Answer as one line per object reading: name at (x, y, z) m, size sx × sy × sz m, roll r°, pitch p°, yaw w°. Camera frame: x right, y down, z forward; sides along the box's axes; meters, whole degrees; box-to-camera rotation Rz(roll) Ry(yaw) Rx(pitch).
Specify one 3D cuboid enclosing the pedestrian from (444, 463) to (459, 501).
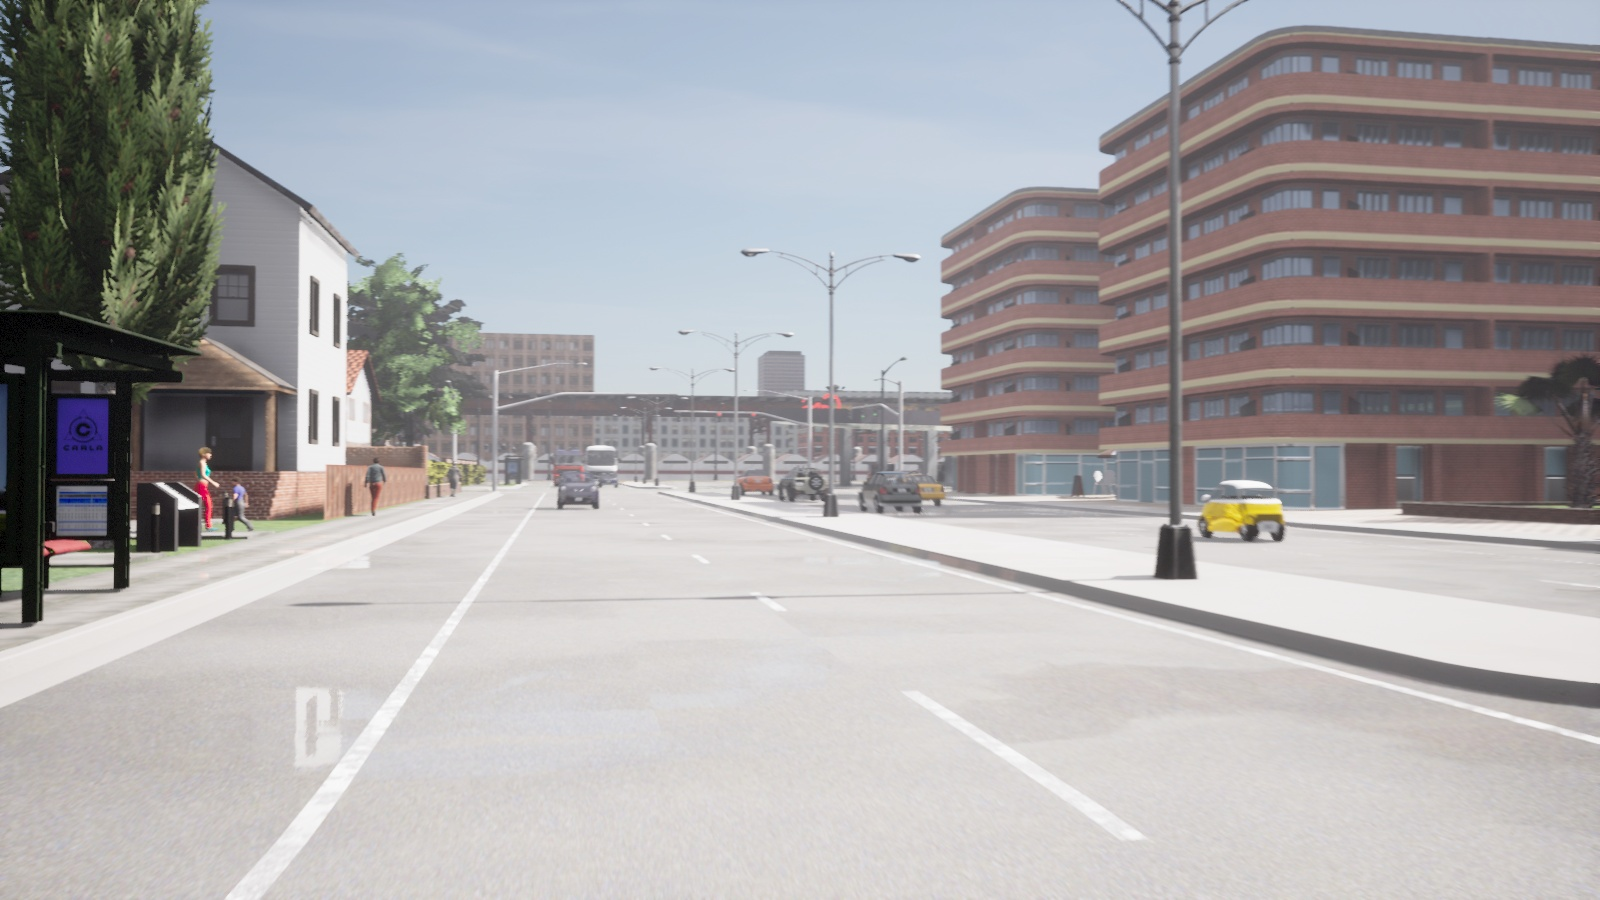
pedestrian at (-18.101, 1.657, 65.230) m, size 0.659 × 1.952 × 0.873 m, roll 0°, pitch -1°, yaw -10°

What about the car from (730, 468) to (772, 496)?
car at (-3.194, 2.049, 81.116) m, size 2.097 × 1.767 × 4.553 m, roll 0°, pitch -1°, yaw -11°

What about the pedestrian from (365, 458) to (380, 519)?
pedestrian at (-13.118, 1.184, 38.543) m, size 0.353 × 1.847 × 0.614 m, roll 0°, pitch -1°, yaw -10°

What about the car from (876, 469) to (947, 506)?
car at (4.994, 1.684, 57.083) m, size 1.801 × 1.575 × 5.366 m, roll 0°, pitch -1°, yaw -11°

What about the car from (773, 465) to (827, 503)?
car at (-0.027, 1.715, 64.655) m, size 1.932 × 1.855 × 4.605 m, roll 0°, pitch -1°, yaw -11°

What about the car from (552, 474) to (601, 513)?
car at (-9.021, 1.722, 50.531) m, size 1.845 × 1.501 × 3.633 m, roll 0°, pitch -1°, yaw -11°

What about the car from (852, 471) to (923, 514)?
car at (3.263, 1.573, 47.551) m, size 1.789 × 1.549 × 3.705 m, roll 0°, pitch -1°, yaw -11°

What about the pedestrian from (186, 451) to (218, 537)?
pedestrian at (-12.806, 0.937, 26.891) m, size 0.594 × 1.836 × 0.345 m, roll 0°, pitch -1°, yaw -20°

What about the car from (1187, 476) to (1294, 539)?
car at (10.236, 1.307, 29.311) m, size 1.481 × 1.376 × 2.207 m, roll 0°, pitch -1°, yaw -8°

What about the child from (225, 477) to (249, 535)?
child at (-12.391, 1.227, 27.642) m, size 0.437 × 1.263 × 0.270 m, roll 0°, pitch -1°, yaw -13°
